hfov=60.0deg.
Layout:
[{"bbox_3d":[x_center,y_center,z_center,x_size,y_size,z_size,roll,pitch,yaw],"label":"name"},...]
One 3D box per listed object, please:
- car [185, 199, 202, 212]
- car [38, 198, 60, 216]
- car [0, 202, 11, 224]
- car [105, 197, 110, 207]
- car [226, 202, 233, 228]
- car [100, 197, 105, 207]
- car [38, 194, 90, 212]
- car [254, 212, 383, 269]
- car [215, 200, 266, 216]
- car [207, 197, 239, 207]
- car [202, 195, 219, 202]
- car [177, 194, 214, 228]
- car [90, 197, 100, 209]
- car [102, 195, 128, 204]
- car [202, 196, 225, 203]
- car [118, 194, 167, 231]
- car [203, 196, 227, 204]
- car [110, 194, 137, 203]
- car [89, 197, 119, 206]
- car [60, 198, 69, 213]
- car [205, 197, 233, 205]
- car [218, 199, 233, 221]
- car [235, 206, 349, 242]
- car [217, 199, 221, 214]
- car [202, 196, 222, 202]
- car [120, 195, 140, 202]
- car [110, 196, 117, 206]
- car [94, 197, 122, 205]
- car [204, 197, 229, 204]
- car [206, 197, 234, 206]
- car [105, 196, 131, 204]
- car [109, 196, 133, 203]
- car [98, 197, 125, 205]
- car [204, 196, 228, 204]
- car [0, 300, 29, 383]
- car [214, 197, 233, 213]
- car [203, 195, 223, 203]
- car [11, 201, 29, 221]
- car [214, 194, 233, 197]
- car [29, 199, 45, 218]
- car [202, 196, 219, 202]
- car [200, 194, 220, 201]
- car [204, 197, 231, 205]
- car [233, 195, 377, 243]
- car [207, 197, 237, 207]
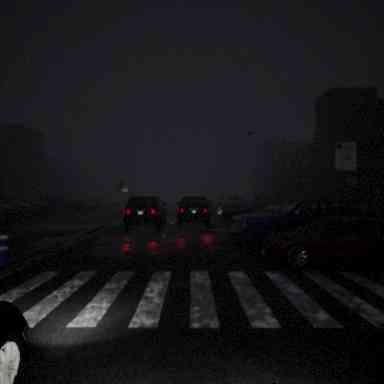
[{"bbox_3d":[0.189,1.630,41.601,2.033,1.411,5.357,0,0,0],"label":"car"},{"bbox_3d":[-15.517,1.544,31.114,5.008,1.535,2.097,0,0,0],"label":"car"},{"bbox_3d":[-15.491,1.417,22.841,4.553,1.767,2.185,0,0,0],"label":"car"},{"bbox_3d":[-15.709,1.578,50.413,5.366,1.575,1.946,0,0,0],"label":"car"},{"bbox_3d":[4.729,1.521,19.055,5.008,1.535,2.097,0,0,0],"label":"car"},{"bbox_3d":[-15.552,1.602,47.656,4.792,1.488,2.163,0,0,0],"label":"car"},{"bbox_3d":[-15.495,1.301,39.386,5.566,2.045,2.435,0,0,0],"label":"car"},{"bbox_3d":[4.688,1.535,10.716,4.792,1.488,2.163,0,0,0],"label":"car"},{"bbox_3d":[4.737,1.573,32.944,4.792,1.488,2.163,0,0,0],"label":"car"},{"bbox_3d":[4.848,1.603,52.521,4.892,1.521,2.231,0,0,0],"label":"car"},{"bbox_3d":[4.949,1.703,88.647,4.553,1.767,2.185,0,-1,0],"label":"car"},{"bbox_3d":[0.123,1.270,22.658,2.150,2.045,5.566,0,0,0],"label":"car"},{"bbox_3d":[-15.709,1.561,44.898,5.366,1.575,1.946,0,0,0],"label":"car"},{"bbox_3d":[-15.461,1.537,66.962,4.553,1.767,2.185,0,0,0],"label":"car"},{"bbox_3d":[5.133,1.760,80.185,5.366,1.575,1.946,0,0,0],"label":"car"},{"bbox_3d":[-2.881,1.264,21.293,2.150,2.045,5.566,0,0,0],"label":"car"},{"bbox_3d":[4.922,1.706,71.975,5.008,1.535,2.097,0,0,0],"label":"car"},{"bbox_3d":[-15.505,1.469,75.234,5.566,2.045,2.435,0,0,0],"label":"car"},{"bbox_3d":[-15.479,1.646,58.688,4.792,1.488,2.163,0,0,0],"label":"car"},{"bbox_3d":[-15.525,1.585,33.872,4.674,1.452,2.002,0,0,0],"label":"car"},{"bbox_3d":[4.879,1.641,60.733,4.892,1.521,2.231,0,0,0],"label":"car"},{"bbox_3d":[4.740,1.530,24.731,5.008,1.535,2.097,0,0,0],"label":"car"},{"bbox_3d":[4.715,1.517,16.276,4.892,1.521,2.231,0,0,0],"label":"car"},{"bbox_3d":[4.774,1.564,27.386,4.792,1.488,2.163,0,0,0],"label":"car"},{"bbox_3d":[4.964,1.785,82.966,4.892,1.521,2.231,0,0,0],"label":"car"},{"bbox_3d":[-15.491,1.660,83.505,4.553,1.767,2.185,0,0,0],"label":"car"},{"bbox_3d":[-15.333,1.589,53.175,5.366,1.575,1.946,0,0,0],"label":"car"},{"bbox_3d":[-15.500,1.671,61.410,4.674,1.452,2.002,0,0,0],"label":"car"},{"bbox_3d":[4.924,1.701,66.417,4.792,1.488,2.163,0,0,0],"label":"car"},{"bbox_3d":[4.860,1.667,58.079,4.674,1.452,2.002,0,0,0],"label":"car"},{"bbox_3d":[-15.481,1.680,69.718,5.008,1.535,2.097,0,0,0],"label":"car"},{"bbox_3d":[-15.452,1.729,72.473,4.792,1.488,2.163,0,0,0],"label":"car"},{"bbox_3d":[-15.527,1.675,64.204,4.792,1.488,2.163,0,0,0],"label":"car"},{"bbox_3d":[4.899,1.690,69.195,4.892,1.521,2.231,0,0,0],"label":"car"},{"bbox_3d":[-2.901,1.509,2.119,1.837,1.490,4.892,0,0,0],"label":"car"},{"bbox_3d":[4.941,1.536,30.164,5.366,1.575,1.946,0,0,0],"label":"car"},{"bbox_3d":[4.910,1.618,77.525,4.553,1.767,2.185,0,0,0],"label":"car"},{"bbox_3d":[-15.520,1.583,25.469,4.674,1.452,2.002,0,0,0],"label":"car"},{"bbox_3d":[4.841,1.446,44.095,4.553,1.767,2.185,0,0,0],"label":"car"},{"bbox_3d":[-15.520,1.583,28.357,4.674,1.452,2.002,0,0,0],"label":"car"},{"bbox_3d":[4.989,1.897,91.423,4.674,1.452,2.002,0,-1,0],"label":"car"},{"bbox_3d":[4.973,1.640,94.202,5.566,2.045,2.435,0,-1,0],"label":"car"},{"bbox_3d":[4.878,1.655,63.513,5.008,1.535,2.097,0,0,0],"label":"car"},{"bbox_3d":[4.691,1.260,13.497,5.566,2.045,2.435,0,0,0],"label":"car"},{"bbox_3d":[4.881,1.644,55.300,4.792,1.488,2.163,0,0,0],"label":"car"}]
